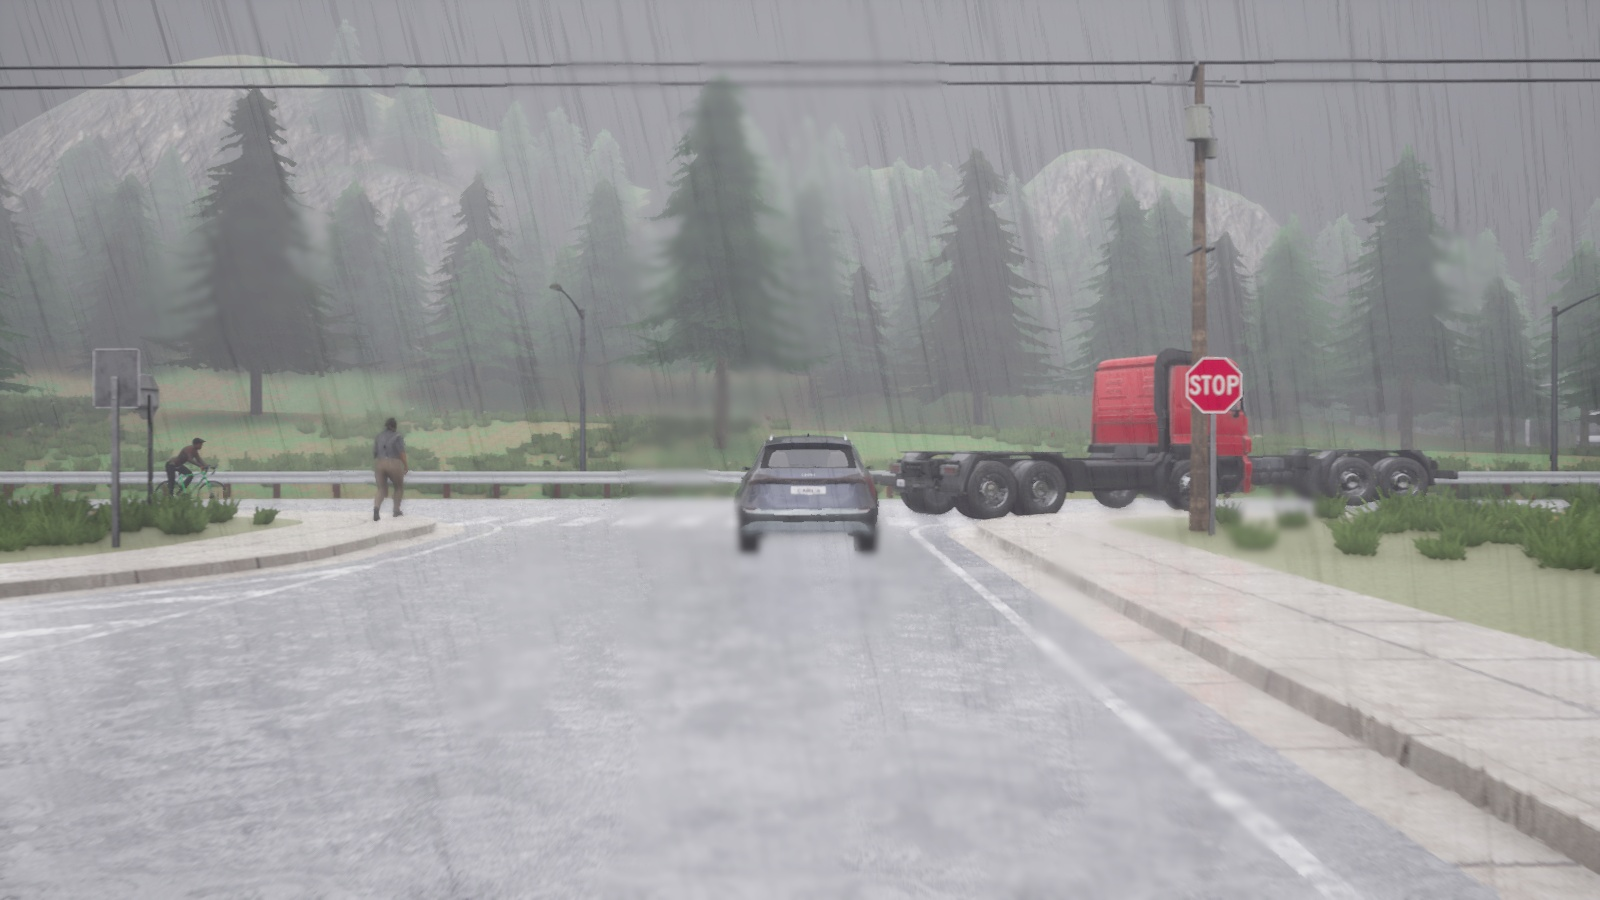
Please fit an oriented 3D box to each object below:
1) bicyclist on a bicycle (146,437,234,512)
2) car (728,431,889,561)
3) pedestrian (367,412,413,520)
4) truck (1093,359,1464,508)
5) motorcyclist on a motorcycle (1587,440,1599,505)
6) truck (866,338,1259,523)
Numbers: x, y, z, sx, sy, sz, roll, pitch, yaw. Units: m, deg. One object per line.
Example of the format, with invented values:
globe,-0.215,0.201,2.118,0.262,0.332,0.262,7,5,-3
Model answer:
bicyclist on a bicycle,-13.476,0.532,27.754,1.656,1.620,0.582,0,0,1
car,0.120,0.573,18.341,2.033,1.649,4.856,0,0,0
pedestrian,-7.122,0.273,21.848,0.540,1.848,0.694,0,0,4
truck,11.456,-0.398,30.669,7.936,3.462,2.891,0,0,1
motorcyclist on a motorcycle,20.270,0.544,30.467,1.817,1.590,0.866,0,0,1
truck,5.583,-0.380,26.426,7.936,3.462,2.891,0,0,-25
